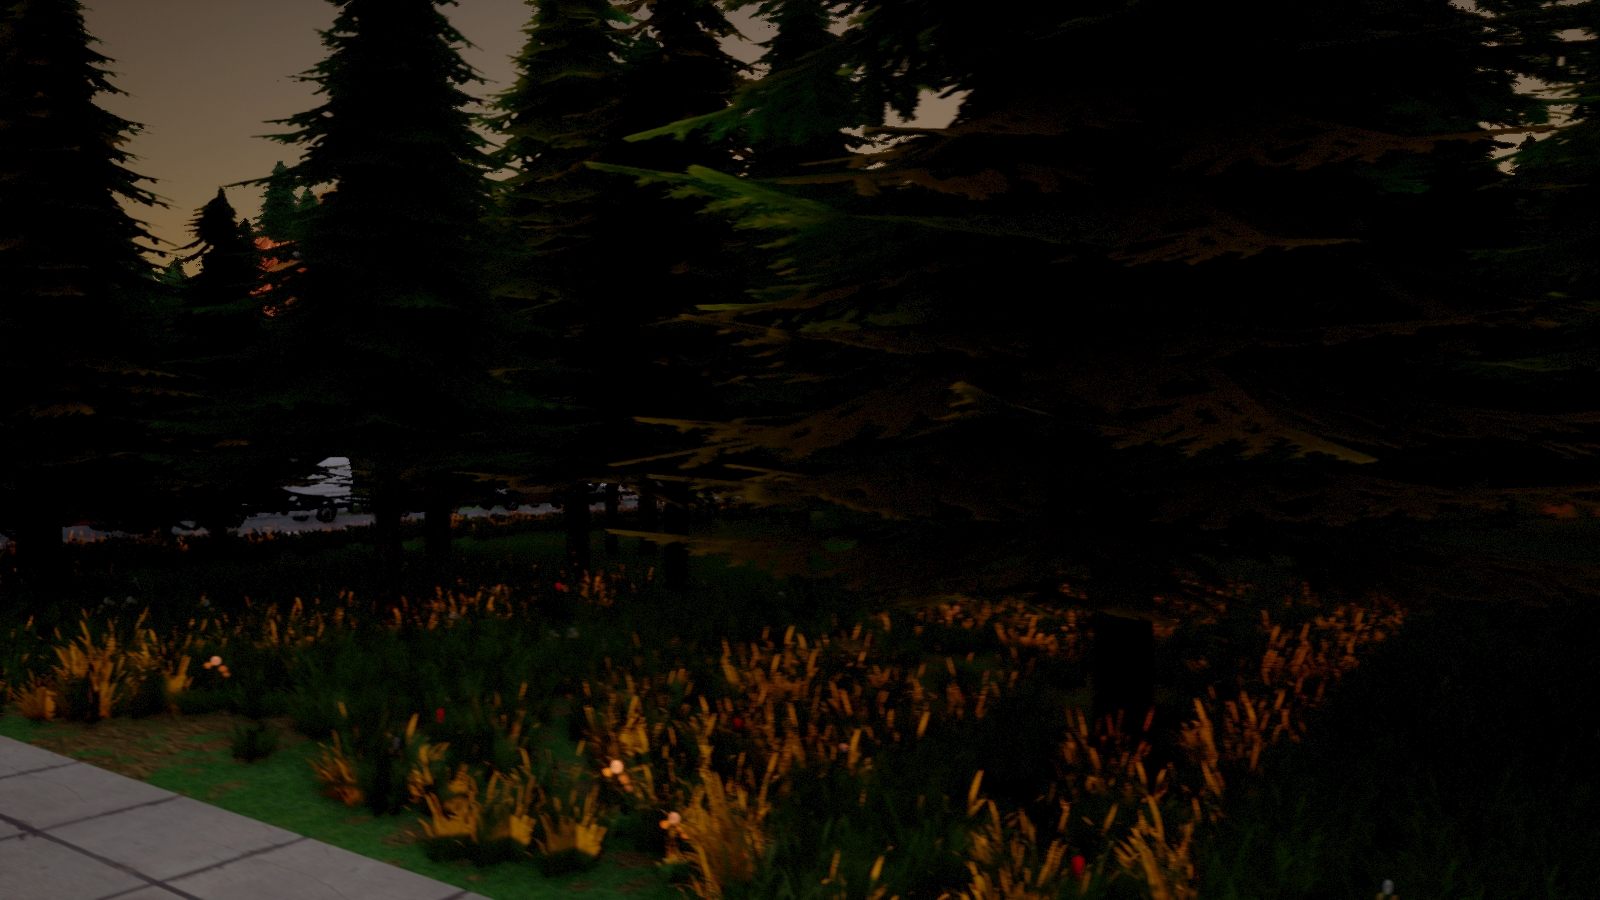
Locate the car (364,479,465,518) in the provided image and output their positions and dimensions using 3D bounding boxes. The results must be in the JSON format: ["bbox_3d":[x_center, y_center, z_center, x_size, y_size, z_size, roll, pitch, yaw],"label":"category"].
[{"bbox_3d":[-16.197,2.010,48.126,1.845,1.501,3.633,0,0,34],"label":"car"}]

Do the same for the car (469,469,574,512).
[{"bbox_3d":[-12.867,1.836,52.978,1.932,1.855,4.605,0,0,34],"label":"car"}]
